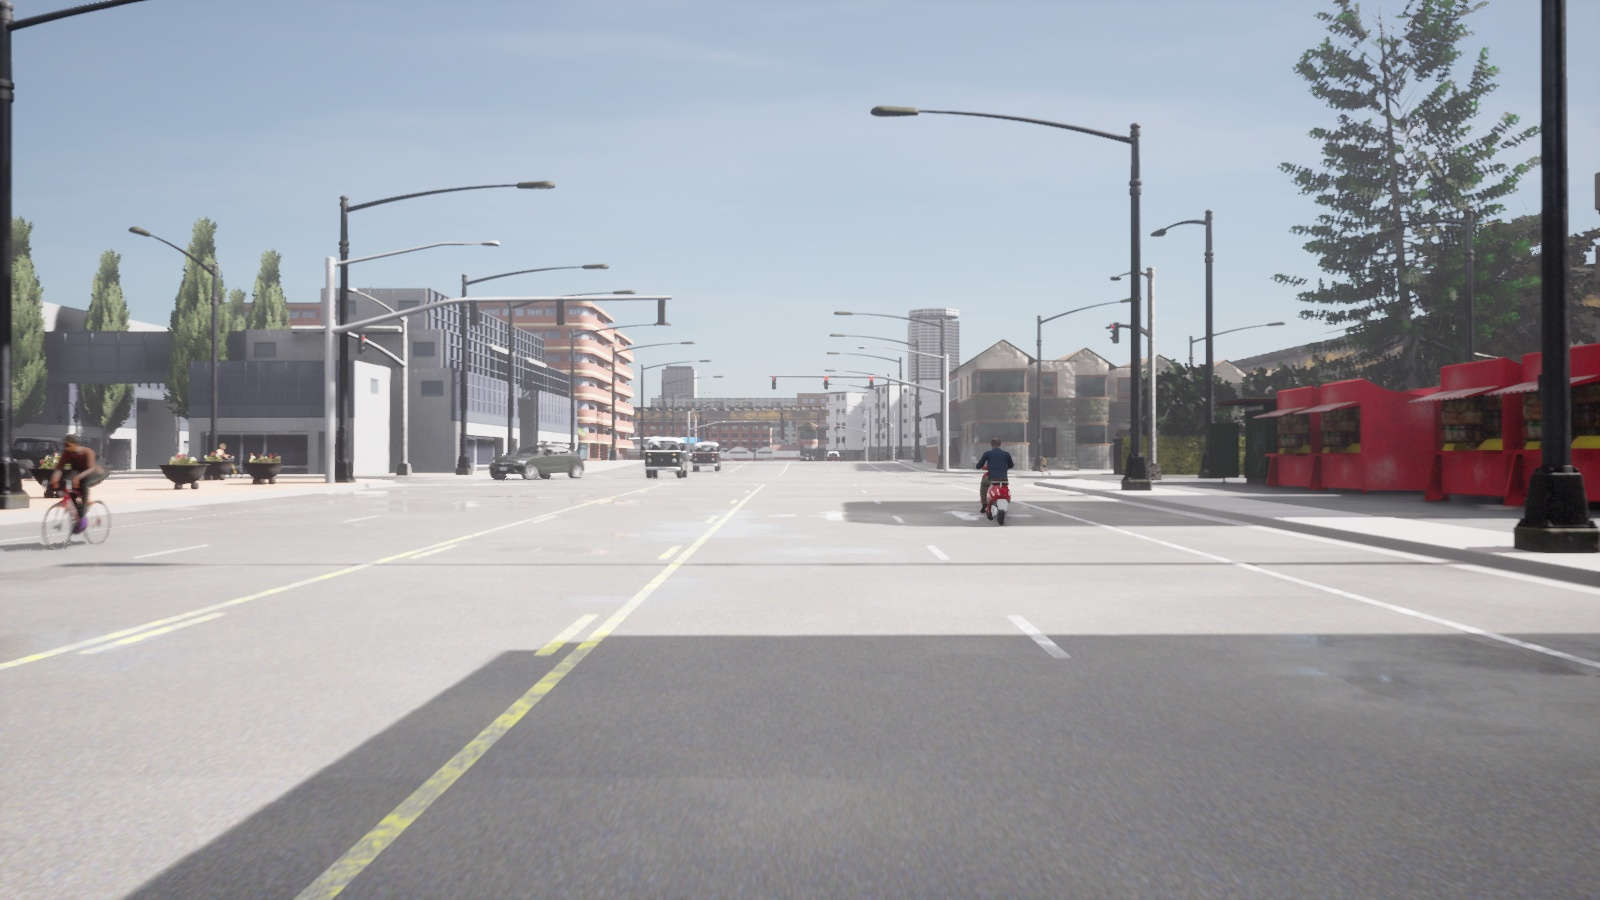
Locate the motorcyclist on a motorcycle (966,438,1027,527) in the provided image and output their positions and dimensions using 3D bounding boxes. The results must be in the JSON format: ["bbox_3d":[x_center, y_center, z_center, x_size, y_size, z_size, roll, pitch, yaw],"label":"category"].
[{"bbox_3d":[3.651,0.573,23.467,0.866,1.590,1.817,0,0,0],"label":"motorcyclist on a motorcycle"}]

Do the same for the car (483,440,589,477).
[{"bbox_3d":[-12.314,0.403,58.944,2.152,1.651,5.027,0,0,28],"label":"car"}]

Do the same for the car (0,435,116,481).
[{"bbox_3d":[-31.278,0.342,52.891,3.866,1.878,1.905,0,-1,1],"label":"car"}]

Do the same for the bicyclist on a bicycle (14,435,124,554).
[{"bbox_3d":[-10.362,0.593,17.870,0.582,1.620,1.656,0,1,1],"label":"bicyclist on a bicycle"}]

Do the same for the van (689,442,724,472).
[{"bbox_3d":[-6.481,0.465,87.053,2.069,2.038,4.480,0,1,0],"label":"van"}]

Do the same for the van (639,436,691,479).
[{"bbox_3d":[-6.625,0.377,62.218,2.069,2.038,4.480,0,-1,0],"label":"van"}]
